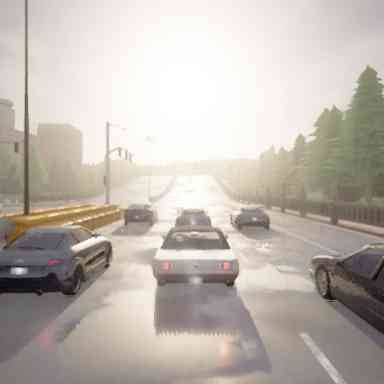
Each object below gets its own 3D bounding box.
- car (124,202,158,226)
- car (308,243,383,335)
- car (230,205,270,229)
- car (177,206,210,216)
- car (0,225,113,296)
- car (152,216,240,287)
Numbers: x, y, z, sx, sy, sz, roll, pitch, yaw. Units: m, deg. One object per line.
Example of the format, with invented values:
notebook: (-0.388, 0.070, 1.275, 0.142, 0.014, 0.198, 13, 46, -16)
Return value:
car: (-3.464, 1.419, 23.182, 1.882, 1.535, 5.008, 0, 0, -1)
car: (3.598, 1.533, 5.243, 2.033, 1.411, 5.357, 0, 0, 0)
car: (3.576, 1.510, 21.003, 1.994, 1.385, 4.181, 0, 0, 0)
car: (0.079, 1.516, 19.082, 1.994, 1.385, 4.181, 0, 0, 0)
car: (-3.410, 1.540, 8.589, 1.994, 1.385, 4.181, 0, 0, 0)
car: (0.088, 1.577, 9.232, 1.895, 1.301, 4.718, 0, 0, 0)
